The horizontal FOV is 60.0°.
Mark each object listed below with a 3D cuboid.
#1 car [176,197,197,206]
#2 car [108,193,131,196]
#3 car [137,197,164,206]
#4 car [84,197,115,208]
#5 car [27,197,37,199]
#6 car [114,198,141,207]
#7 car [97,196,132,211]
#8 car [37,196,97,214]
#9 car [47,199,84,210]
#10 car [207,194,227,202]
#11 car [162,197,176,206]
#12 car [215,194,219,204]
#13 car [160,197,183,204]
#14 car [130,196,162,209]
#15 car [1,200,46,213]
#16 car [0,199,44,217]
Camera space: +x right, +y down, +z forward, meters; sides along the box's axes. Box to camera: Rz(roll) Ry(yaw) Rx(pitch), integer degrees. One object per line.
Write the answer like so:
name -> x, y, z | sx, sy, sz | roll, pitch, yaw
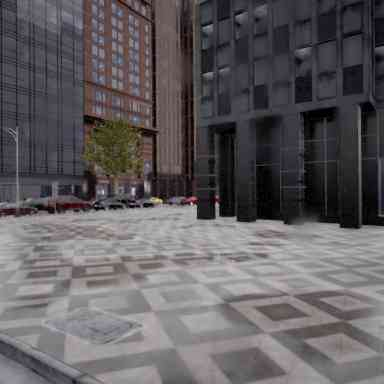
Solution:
car -> -0.022, 1.462, 53.055 | 1.887, 1.381, 4.507 | -1, 0, 35
car -> -10.953, 1.232, 47.380 | 2.150, 2.045, 5.566 | -1, 0, 35
car -> -7.126, 1.545, 57.767 | 1.752, 1.417, 4.829 | -1, 0, 35
car -> -13.445, 1.485, 48.631 | 1.967, 1.590, 4.097 | -1, 0, 35
car -> -17.880, 1.397, 37.374 | 2.097, 1.767, 4.553 | -1, 0, 35
car -> -10.236, 1.613, 53.269 | 1.802, 1.307, 4.206 | -1, 0, 35
car -> -9.641, 1.525, 39.141 | 1.947, 1.339, 4.313 | -1, 0, 35
car -> -12.850, 1.290, 34.504 | 2.192, 1.841, 5.009 | -1, 0, 35
car -> -16.651, 1.642, 43.992 | 1.802, 1.307, 4.206 | -1, 0, 35
car -> 5.798, 1.296, 76.463 | 2.192, 1.841, 5.009 | -1, 0, 35
car -> -2.030, 1.496, 54.748 | 2.033, 1.411, 5.357 | -1, 0, 35
car -> 3.184, 1.222, 57.694 | 2.192, 1.841, 5.009 | -1, 0, 35
car -> -3.822, 1.574, 62.547 | 1.947, 1.339, 4.313 | -1, 0, 35
car -> -6.435, 1.509, 43.778 | 1.947, 1.339, 4.313 | -1, 0, 35
car -> -19.858, 1.643, 39.354 | 1.947, 1.339, 4.313 | -1, 0, 35
car -> -16.055, 1.577, 29.864 | 1.802, 1.307, 4.206 | -1, 0, 35
